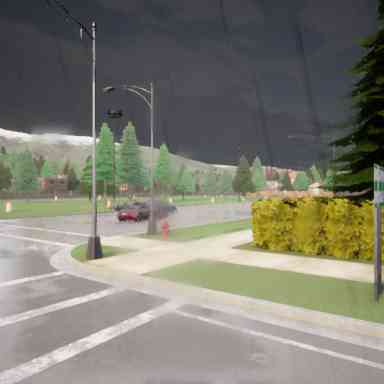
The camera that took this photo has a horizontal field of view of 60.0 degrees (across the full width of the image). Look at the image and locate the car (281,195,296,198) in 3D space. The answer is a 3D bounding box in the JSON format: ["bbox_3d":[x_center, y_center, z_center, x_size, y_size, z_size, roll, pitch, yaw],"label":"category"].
[{"bbox_3d":[19.503,1.546,64.069,2.033,1.411,5.357,0,0,36],"label":"car"}]

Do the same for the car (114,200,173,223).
[{"bbox_3d":[-3.774,1.563,25.966,1.994,1.385,4.181,0,0,36],"label":"car"}]

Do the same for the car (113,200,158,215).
[{"bbox_3d":[-5.822,1.600,35.072,1.895,1.301,4.718,0,0,36],"label":"car"}]

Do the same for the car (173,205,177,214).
[{"bbox_3d":[-3.406,1.525,32.440,1.812,1.442,4.674,0,0,36],"label":"car"}]

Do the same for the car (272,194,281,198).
[{"bbox_3d":[17.716,1.353,67.566,2.097,1.767,4.553,0,0,36],"label":"car"}]
